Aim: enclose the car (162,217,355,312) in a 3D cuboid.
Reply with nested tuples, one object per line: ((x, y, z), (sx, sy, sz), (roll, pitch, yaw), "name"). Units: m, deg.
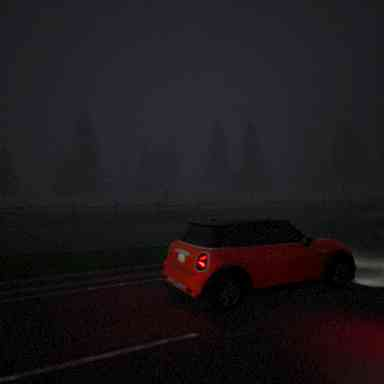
((1.676, 1.372, 7.909), (4.553, 1.767, 2.097), (-1, 0, -27), "car")
